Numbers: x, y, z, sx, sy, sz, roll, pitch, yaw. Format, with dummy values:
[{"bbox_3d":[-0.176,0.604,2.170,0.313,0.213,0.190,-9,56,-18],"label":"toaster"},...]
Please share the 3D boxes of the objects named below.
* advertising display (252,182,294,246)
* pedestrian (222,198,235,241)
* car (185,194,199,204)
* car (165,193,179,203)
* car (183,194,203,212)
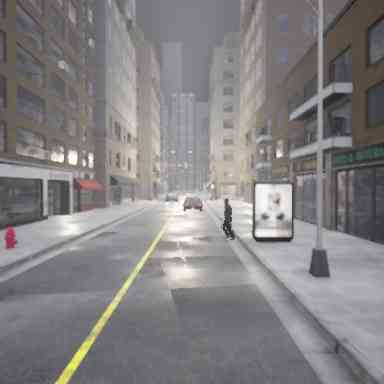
[{"bbox_3d":[3.136,0.853,12.888,1.540,2.440,0.280,0,1,0],"label":"advertising display"},{"bbox_3d":[1.489,1.109,13.843,0.375,1.860,0.375,0,1,-10],"label":"pedestrian"},{"bbox_3d":[0.067,0.957,46.866,1.895,1.301,4.718,0,1,1],"label":"car"},{"bbox_3d":[-3.009,0.870,50.368,1.994,1.385,4.181,0,1,0],"label":"car"},{"bbox_3d":[0.084,1.161,32.484,1.895,1.301,4.718,0,1,0],"label":"car"}]
